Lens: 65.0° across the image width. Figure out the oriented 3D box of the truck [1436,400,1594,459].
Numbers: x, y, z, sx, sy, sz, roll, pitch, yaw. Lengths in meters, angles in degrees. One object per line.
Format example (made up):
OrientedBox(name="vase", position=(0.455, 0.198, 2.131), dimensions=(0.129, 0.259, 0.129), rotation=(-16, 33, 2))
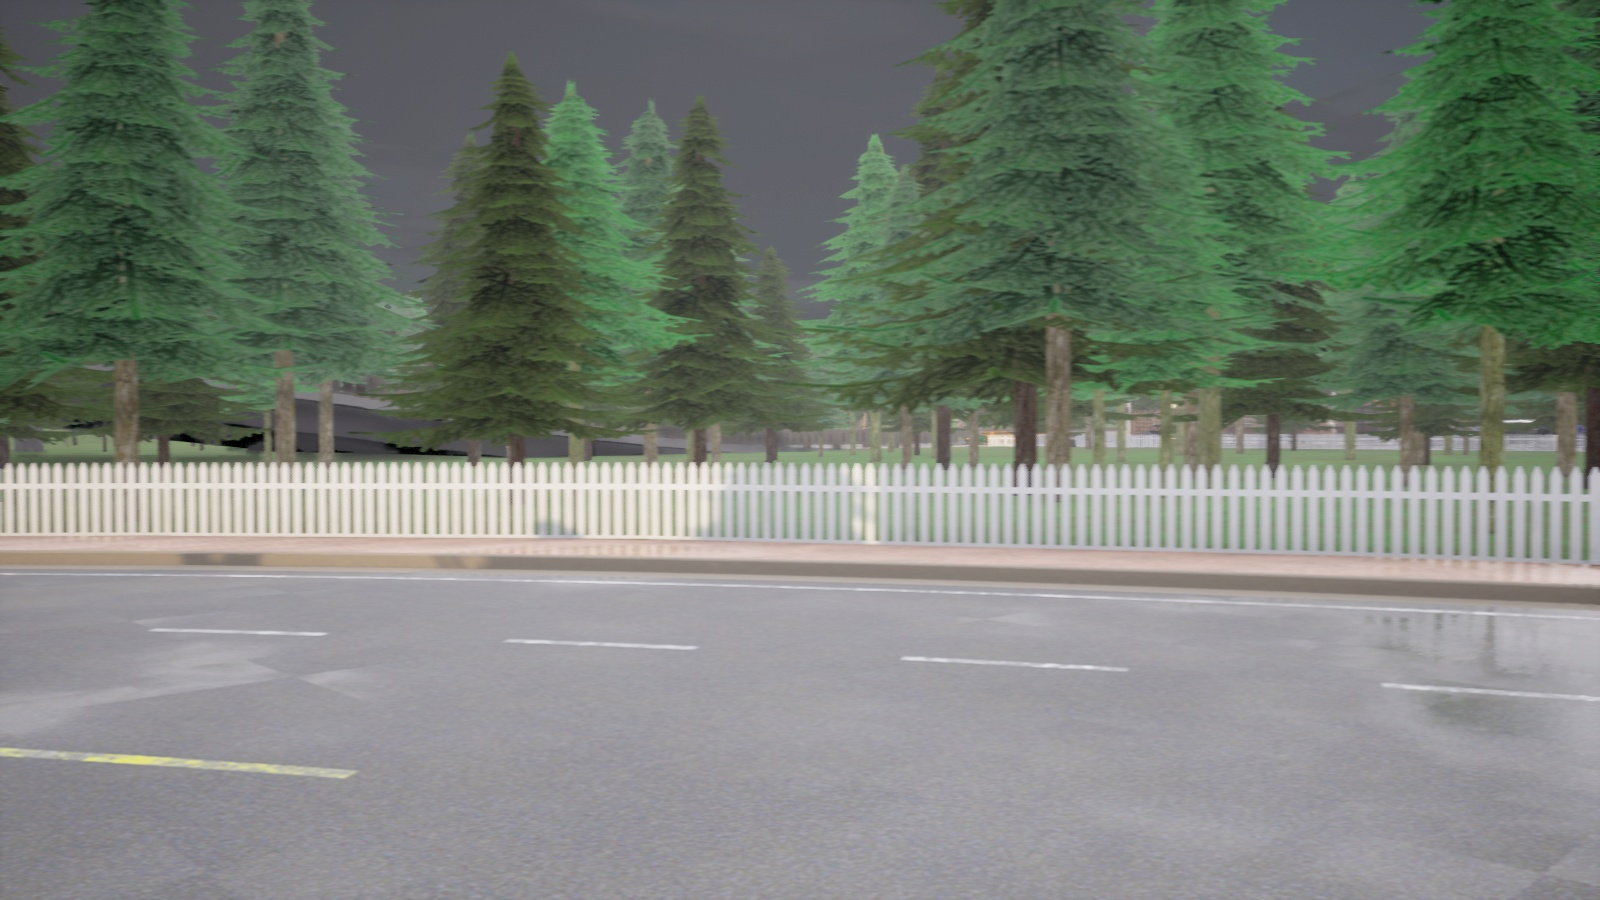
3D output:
OrientedBox(name="truck", position=(44.136, -1.276, 77.754), dimensions=(2.891, 3.462, 7.936), rotation=(-1, 1, -43))
